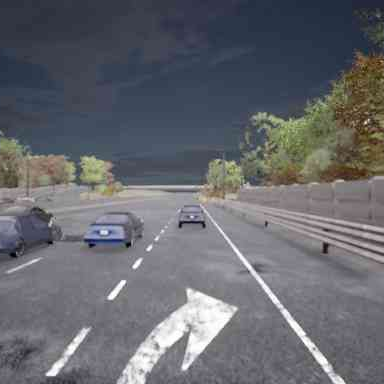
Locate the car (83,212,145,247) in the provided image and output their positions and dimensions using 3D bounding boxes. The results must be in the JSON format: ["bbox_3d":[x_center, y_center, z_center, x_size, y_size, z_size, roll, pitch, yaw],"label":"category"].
[{"bbox_3d":[-3.398,1.621,15.383,2.033,1.411,5.357,0,0,0],"label":"car"}]

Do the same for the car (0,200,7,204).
[{"bbox_3d":[-31.498,1.943,56.966,1.895,1.301,4.718,0,0,0],"label":"car"}]

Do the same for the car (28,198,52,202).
[{"bbox_3d":[-24.503,1.829,54.749,1.837,1.490,4.892,0,2,0],"label":"car"}]

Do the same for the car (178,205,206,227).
[{"bbox_3d":[0.003,1.667,23.768,2.033,1.411,5.357,0,0,0],"label":"car"}]

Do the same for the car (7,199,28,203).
[{"bbox_3d":[-27.999,1.889,54.874,1.994,1.385,4.181,0,0,0],"label":"car"}]

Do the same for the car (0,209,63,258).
[{"bbox_3d":[-6.896,1.609,12.959,2.033,1.411,5.357,0,0,0],"label":"car"}]

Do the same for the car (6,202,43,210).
[{"bbox_3d":[-10.397,1.609,21.100,1.837,1.490,4.892,0,0,0],"label":"car"}]
